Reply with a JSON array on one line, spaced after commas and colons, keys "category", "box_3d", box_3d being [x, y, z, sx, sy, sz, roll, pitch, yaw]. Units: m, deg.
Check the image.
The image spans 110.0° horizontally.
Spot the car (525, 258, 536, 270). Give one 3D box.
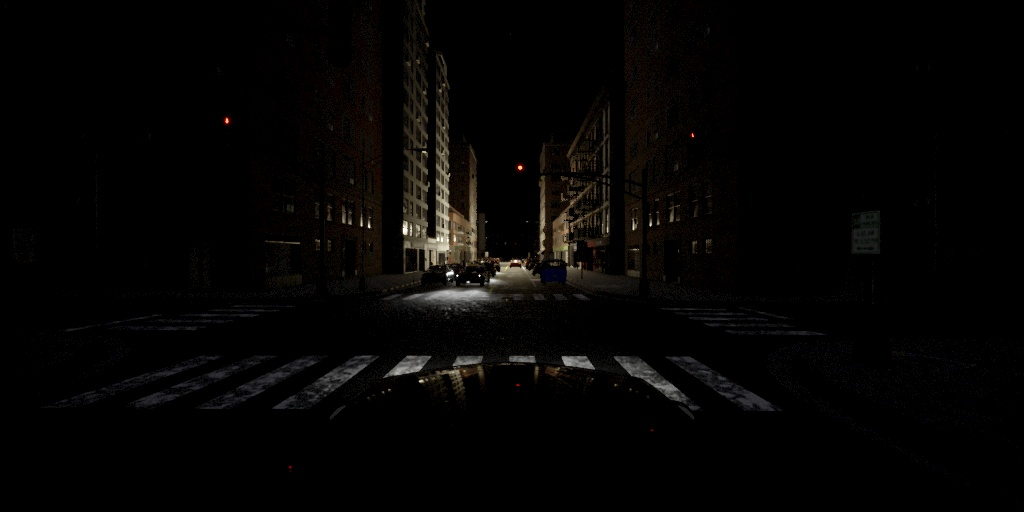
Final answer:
[{"category": "car", "box_3d": [3.038, 1.325, 48.070, 1.802, 1.307, 4.207, 0, 0, 1]}]

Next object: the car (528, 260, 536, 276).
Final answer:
[{"category": "car", "box_3d": [2.939, 1.329, 36.707, 1.802, 1.307, 4.207, 0, 0, 1]}]

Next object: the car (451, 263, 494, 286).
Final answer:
[{"category": "car", "box_3d": [-2.659, 1.349, 25.115, 1.895, 1.301, 4.718, 0, 0, 4]}]

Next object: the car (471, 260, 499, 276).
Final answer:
[{"category": "car", "box_3d": [-2.558, 1.349, 35.126, 1.895, 1.301, 4.718, 0, 0, 0]}]

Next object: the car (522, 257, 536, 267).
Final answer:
[{"category": "car", "box_3d": [3.088, 1.054, 53.751, 2.192, 1.841, 5.009, 0, 0, 1]}]

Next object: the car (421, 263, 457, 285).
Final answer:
[{"category": "car", "box_3d": [-5.186, 1.299, 25.407, 2.007, 1.370, 4.403, 0, 0, 1]}]

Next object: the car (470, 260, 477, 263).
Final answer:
[{"category": "car", "box_3d": [-4.988, 1.269, 47.964, 1.751, 1.417, 4.829, 0, 0, 1]}]

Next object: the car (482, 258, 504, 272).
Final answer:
[{"category": "car", "box_3d": [-2.465, 1.309, 45.180, 1.994, 1.385, 4.181, 0, 0, 1]}]

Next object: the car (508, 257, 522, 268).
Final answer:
[{"category": "car", "box_3d": [0.601, 1.336, 59.026, 1.895, 1.301, 4.718, 0, 0, 1]}]

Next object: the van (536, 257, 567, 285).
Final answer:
[{"category": "van", "box_3d": [2.839, 1.089, 25.345, 1.690, 1.789, 3.998, 0, 0, 1]}]
